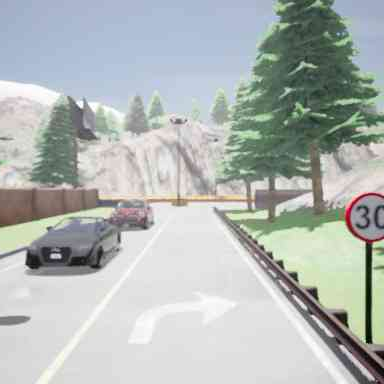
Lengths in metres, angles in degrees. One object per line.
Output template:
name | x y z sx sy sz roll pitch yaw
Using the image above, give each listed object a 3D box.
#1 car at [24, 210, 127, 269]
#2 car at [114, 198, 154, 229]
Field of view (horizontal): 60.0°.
car | -3.596 1.498 10.787 1.994 1.385 4.181 0 0 0
car | -3.580 1.225 20.475 2.097 1.767 4.553 0 0 0
